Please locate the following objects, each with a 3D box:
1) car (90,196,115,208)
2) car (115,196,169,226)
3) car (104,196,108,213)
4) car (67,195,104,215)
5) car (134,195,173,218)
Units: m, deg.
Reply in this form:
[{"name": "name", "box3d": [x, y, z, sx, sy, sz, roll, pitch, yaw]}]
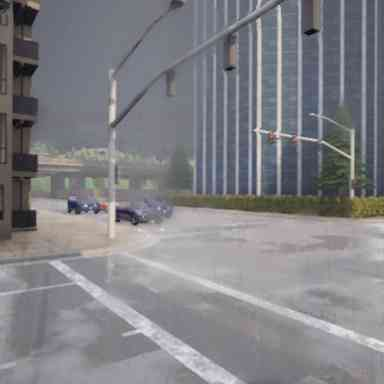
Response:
[{"name": "car", "box3d": [-13.759, 1.471, 50.938, 2.097, 1.767, 4.553, 0, 0, -36]}, {"name": "car", "box3d": [-3.974, 1.423, 24.480, 2.097, 1.767, 4.553, 0, 0, -35]}, {"name": "car", "box3d": [-9.316, 1.448, 38.224, 2.097, 1.767, 4.553, 0, 0, -35]}, {"name": "car", "box3d": [-11.706, 1.295, 35.527, 2.150, 2.045, 5.566, 0, 0, -35]}, {"name": "car", "box3d": [-3.876, 1.315, 30.437, 2.150, 2.045, 5.566, 0, 0, -35]}]
